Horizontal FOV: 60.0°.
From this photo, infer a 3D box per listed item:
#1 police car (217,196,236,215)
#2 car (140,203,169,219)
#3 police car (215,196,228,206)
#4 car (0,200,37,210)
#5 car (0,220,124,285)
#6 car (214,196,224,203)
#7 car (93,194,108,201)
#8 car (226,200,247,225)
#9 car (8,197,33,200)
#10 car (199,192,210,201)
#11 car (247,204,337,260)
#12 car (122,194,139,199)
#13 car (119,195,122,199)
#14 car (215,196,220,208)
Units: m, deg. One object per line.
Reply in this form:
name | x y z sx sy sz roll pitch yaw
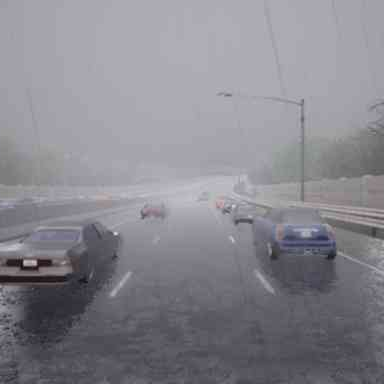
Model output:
police car | 4.036 1.489 34.308 2.038 1.542 4.974 0 0 2
car | -3.029 1.562 28.072 1.895 1.301 4.718 0 0 1
police car | 4.896 1.476 56.077 2.038 1.542 4.974 0 0 3
car | -13.775 1.545 26.142 1.895 1.301 4.718 0 0 1
car | -3.346 1.515 9.428 2.033 1.411 5.357 0 0 1
car | 5.479 1.513 66.982 1.895 1.301 4.718 0 0 3
car | -18.945 1.195 68.960 2.097 1.767 4.553 0 0 3
car | 3.756 1.529 23.414 1.994 1.385 4.181 0 0 1
car | -17.101 1.298 32.570 2.097 1.767 4.553 0 0 2
car | 2.550 1.315 76.546 1.994 1.385 4.181 0 1 4
car | 3.578 1.320 12.488 2.097 1.767 4.553 0 0 1
car | -12.054 1.350 66.957 1.882 1.535 5.008 0 1 3
car | -15.072 1.223 74.939 1.812 1.442 4.674 0 1 4
car | 4.414 1.347 45.165 2.097 1.767 4.553 0 0 2
